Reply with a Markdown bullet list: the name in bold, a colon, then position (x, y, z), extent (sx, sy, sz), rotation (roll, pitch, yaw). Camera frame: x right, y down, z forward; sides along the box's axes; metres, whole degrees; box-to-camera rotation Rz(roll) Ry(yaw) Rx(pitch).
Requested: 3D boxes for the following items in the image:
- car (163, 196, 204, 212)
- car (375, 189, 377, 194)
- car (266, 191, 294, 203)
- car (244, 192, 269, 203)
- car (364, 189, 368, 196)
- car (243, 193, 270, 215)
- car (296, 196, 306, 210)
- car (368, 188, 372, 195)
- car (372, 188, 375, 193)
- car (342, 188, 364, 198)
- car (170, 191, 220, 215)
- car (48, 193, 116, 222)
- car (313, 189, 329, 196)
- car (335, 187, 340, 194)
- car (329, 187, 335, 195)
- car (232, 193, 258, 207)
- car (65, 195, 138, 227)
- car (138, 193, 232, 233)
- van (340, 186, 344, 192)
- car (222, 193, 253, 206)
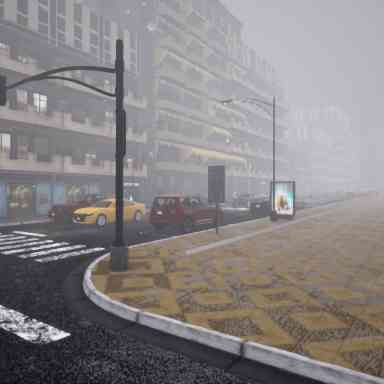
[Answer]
- **car**: position (-0.730, 1.069, 31.572), extent (1.802, 1.307, 4.206), rotation (2, 2, 35)
- **car**: position (44.277, -0.221, 81.411), extent (2.008, 1.369, 4.403), rotation (1, 2, 35)
- **car**: position (12.084, 0.631, 45.338), extent (2.128, 1.511, 4.902), rotation (0, 1, 35)
- **car**: position (8.792, 0.754, 45.214), extent (1.802, 1.307, 4.206), rotation (2, 2, 35)
- **car**: position (31.578, 0.098, 63.213), extent (1.967, 1.590, 4.097), rotation (1, 2, 35)
- **car**: position (6.178, 1.069, 26.827), extent (1.947, 1.339, 4.313), rotation (1, 2, 35)
- **car**: position (9.353, 0.965, 31.376), extent (1.947, 1.339, 4.313), rotation (1, 2, 35)
- **car**: position (34.753, 0.095, 67.765), extent (1.887, 1.381, 4.507), rotation (1, 2, 35)
- **car**: position (37.928, -0.012, 72.314), extent (1.887, 1.381, 4.507), rotation (1, 2, 35)
- **car**: position (28.403, 0.308, 58.668), extent (1.887, 1.381, 4.507), rotation (1, 2, 35)
- **car**: position (0.339, 0.878, 28.601), extent (2.097, 1.767, 4.553), rotation (0, 1, 35)
- **car**: position (-7.076, 1.010, 22.469), extent (2.192, 1.841, 5.009), rotation (1, 2, 35)
- **car**: position (27.838, -0.025, 72.497), extent (1.967, 1.590, 4.097), rotation (2, 2, 35)
- **car**: position (34.187, -0.240, 81.593), extent (1.967, 1.590, 4.097), rotation (2, 2, 35)
- **car**: position (31.012, -0.027, 77.048), extent (1.887, 1.381, 4.507), rotation (2, 2, 35)
- **car**: position (6.080, 0.842, 36.812), extent (1.837, 1.490, 4.892), rotation (0, 1, 35)
- **car**: position (-5.045, 1.180, 20.880), extent (1.882, 1.535, 5.008), rotation (0, 1, 34)
- **car**: position (-0.170, 1.026, 17.724), extent (2.192, 1.841, 5.009), rotation (1, 2, 35)
- **van**: position (37.362, -0.446, 86.137), extent (1.690, 1.788, 3.998), rotation (2, 2, 35)
- **car**: position (5.619, 0.828, 40.667), extent (2.008, 1.369, 4.403), rotation (2, 2, 35)
